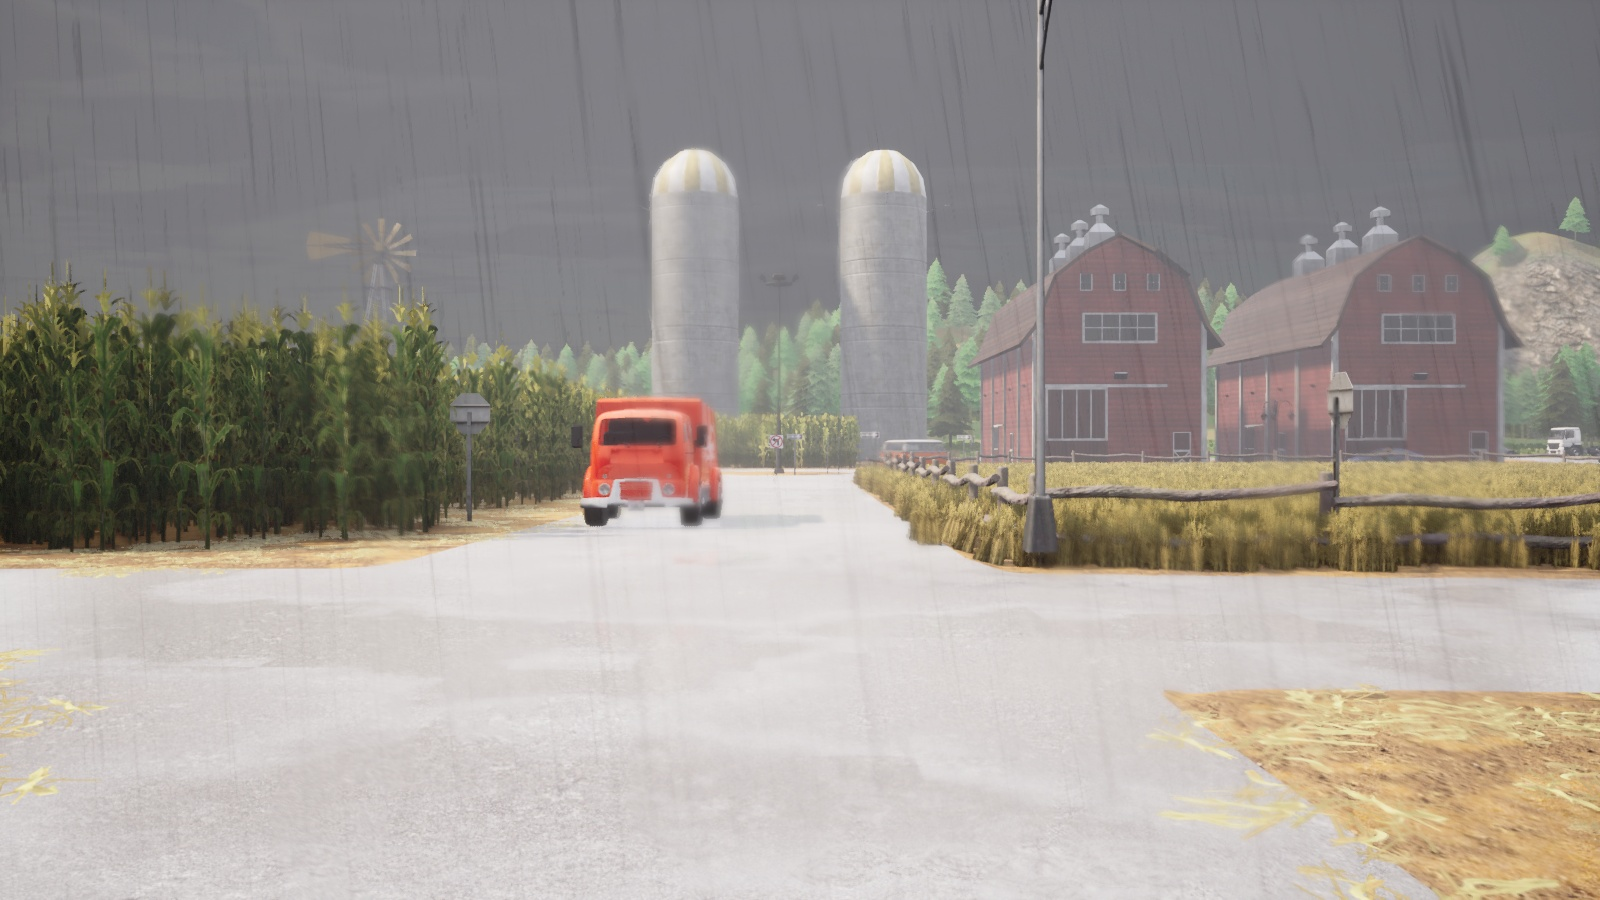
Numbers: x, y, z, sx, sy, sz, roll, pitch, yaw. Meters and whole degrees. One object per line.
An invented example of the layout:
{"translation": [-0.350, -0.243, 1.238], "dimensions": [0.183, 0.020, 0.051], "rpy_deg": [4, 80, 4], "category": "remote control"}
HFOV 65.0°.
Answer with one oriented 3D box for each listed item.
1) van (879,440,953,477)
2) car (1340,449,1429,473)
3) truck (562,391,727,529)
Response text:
{"translation": [6.362, 0.430, 68.438], "dimensions": [1.775, 1.987, 4.442], "rpy_deg": [0, 0, 40], "category": "van"}
{"translation": [36.487, 0.678, 78.500], "dimensions": [4.674, 1.442, 1.812], "rpy_deg": [0, 0, 5], "category": "car"}
{"translation": [-2.937, 0.219, 25.092], "dimensions": [2.627, 2.467, 5.204], "rpy_deg": [0, -1, 0], "category": "truck"}
